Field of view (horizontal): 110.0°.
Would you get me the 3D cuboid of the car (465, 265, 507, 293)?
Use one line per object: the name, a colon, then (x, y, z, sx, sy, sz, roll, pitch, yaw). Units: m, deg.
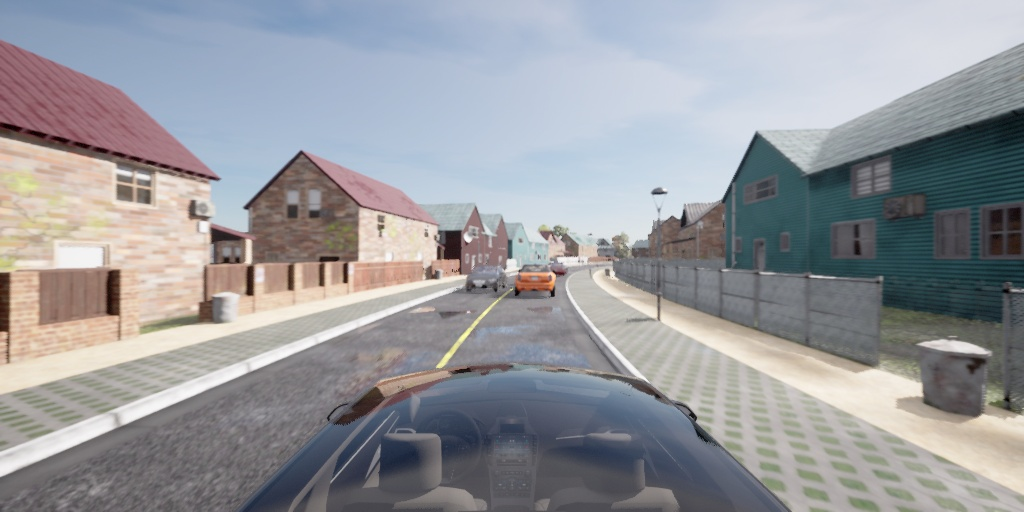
car: (-1.444, 1.292, 21.423, 2.128, 1.511, 4.902, 0, 0, 8)

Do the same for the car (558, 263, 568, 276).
car: (5.073, 1.432, 39.615, 1.994, 1.385, 4.181, 0, 0, 14)

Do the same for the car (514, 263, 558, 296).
car: (1.367, 1.159, 20.078, 2.097, 1.767, 4.553, 0, 0, 6)
